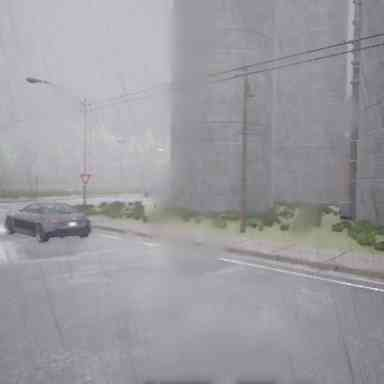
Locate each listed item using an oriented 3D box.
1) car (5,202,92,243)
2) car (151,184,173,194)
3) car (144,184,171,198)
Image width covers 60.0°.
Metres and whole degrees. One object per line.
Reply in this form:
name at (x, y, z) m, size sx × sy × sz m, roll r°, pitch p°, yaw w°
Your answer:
car at (-5.898, 1.088, 13.515) m, size 4.181 × 1.385 × 1.994 m, roll 2°, pitch 2°, yaw 40°
car at (-6.374, -0.666, 70.030) m, size 4.605 × 1.855 × 1.932 m, roll 2°, pitch 2°, yaw 40°
car at (-5.241, 0.033, 50.785) m, size 4.611 × 1.667 × 2.242 m, roll 2°, pitch 2°, yaw 40°
